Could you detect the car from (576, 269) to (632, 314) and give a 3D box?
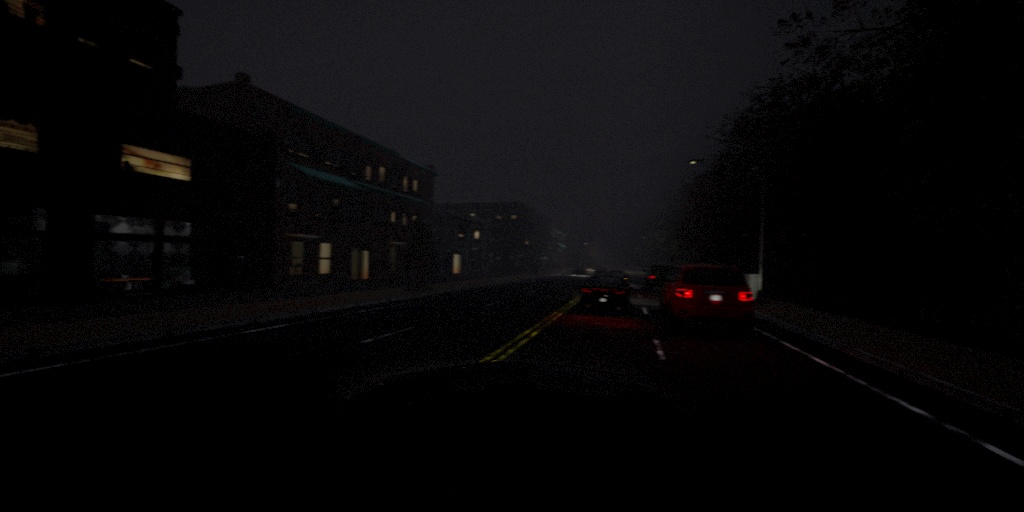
[{"bbox_3d":[4.190,1.536,15.802,1.882,1.535,5.008,1,-1,18],"label":"car"}]

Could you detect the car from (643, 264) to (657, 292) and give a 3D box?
[{"bbox_3d":[11.156,1.632,26.878,2.150,2.045,5.566,1,-1,18],"label":"car"}]

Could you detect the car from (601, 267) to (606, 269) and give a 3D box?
[{"bbox_3d":[8.630,1.895,29.602,1.812,1.442,4.674,1,-1,18],"label":"car"}]

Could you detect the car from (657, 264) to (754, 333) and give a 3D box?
[{"bbox_3d":[6.554,1.309,12.588,2.150,2.045,5.566,1,-1,18],"label":"car"}]

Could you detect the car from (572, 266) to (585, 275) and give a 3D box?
[{"bbox_3d":[11.137,2.374,58.919,2.033,1.411,5.357,1,-1,19],"label":"car"}]

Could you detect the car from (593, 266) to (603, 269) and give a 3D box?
[{"bbox_3d":[14.216,2.382,57.898,1.882,1.535,5.008,1,-1,18],"label":"car"}]
